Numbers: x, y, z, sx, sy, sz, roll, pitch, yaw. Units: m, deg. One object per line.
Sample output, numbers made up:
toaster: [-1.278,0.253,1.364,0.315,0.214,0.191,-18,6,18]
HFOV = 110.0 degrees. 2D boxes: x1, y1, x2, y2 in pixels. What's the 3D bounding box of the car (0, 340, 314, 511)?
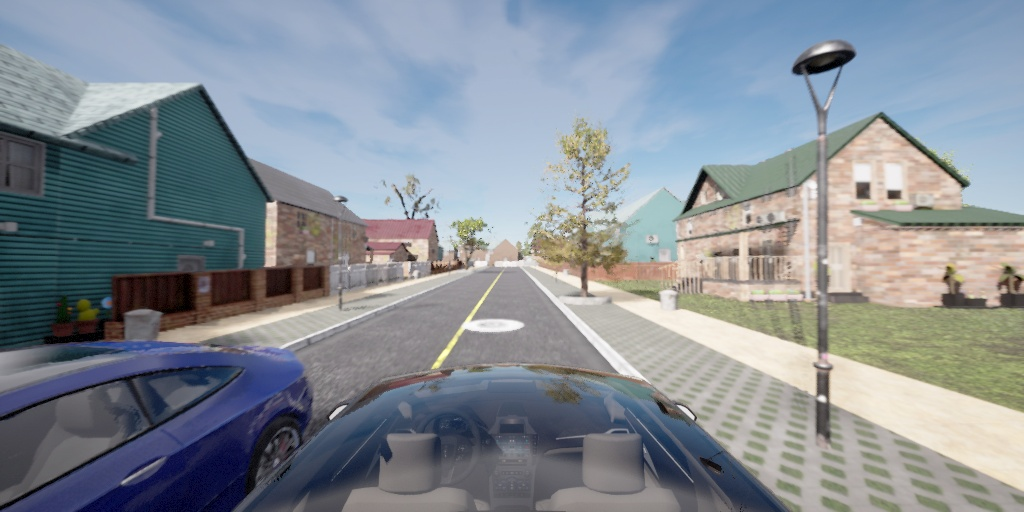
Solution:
car: [-2.749,1.276,1.565,1.812,1.442,4.674,0,0,0]
